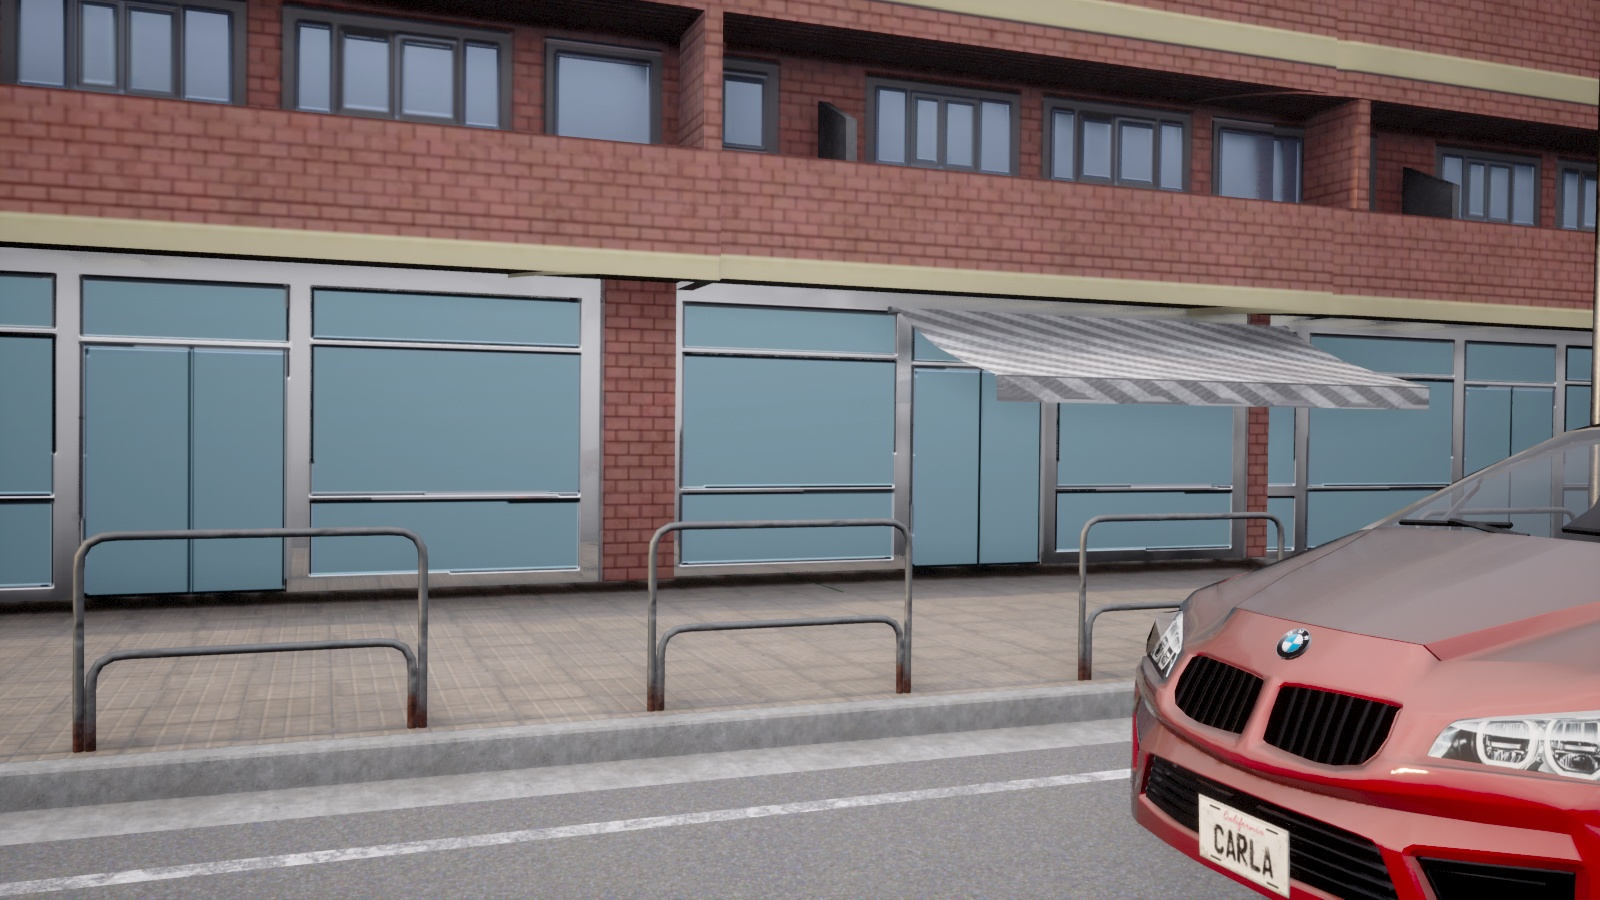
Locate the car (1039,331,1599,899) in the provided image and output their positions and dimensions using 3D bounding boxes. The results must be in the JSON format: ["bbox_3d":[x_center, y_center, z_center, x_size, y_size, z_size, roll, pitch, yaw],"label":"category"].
[{"bbox_3d":[3.469,0.531,4.556,4.611,1.667,2.242,-1,1,-21],"label":"car"}]
